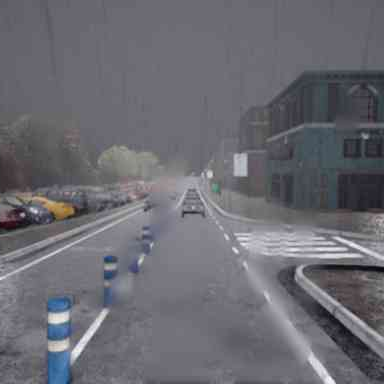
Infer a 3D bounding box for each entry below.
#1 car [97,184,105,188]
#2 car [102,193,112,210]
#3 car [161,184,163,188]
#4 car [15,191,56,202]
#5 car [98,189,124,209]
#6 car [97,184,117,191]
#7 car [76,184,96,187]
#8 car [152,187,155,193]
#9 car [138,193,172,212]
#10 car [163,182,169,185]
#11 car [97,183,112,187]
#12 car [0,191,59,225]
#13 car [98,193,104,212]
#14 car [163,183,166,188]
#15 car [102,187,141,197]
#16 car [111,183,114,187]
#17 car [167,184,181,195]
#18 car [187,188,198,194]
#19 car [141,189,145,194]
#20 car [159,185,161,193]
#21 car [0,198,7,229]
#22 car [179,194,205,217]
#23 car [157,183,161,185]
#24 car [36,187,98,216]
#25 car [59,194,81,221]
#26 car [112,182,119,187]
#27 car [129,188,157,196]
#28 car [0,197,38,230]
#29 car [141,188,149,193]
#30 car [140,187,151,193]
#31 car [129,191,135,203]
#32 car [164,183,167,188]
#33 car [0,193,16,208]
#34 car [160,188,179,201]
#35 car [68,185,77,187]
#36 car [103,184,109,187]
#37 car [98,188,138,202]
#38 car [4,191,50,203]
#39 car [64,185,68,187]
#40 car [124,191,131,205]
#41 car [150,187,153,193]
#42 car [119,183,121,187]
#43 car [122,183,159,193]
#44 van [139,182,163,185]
[{"bbox_3d":[-22.590,-0.367,73.800,4.674,1.452,2.002,0,3,1],"label":"car"},{"bbox_3d":[-9.884,1.089,29.161,4.792,1.488,2.163,0,1,1],"label":"car"},{"bbox_3d":[-9.515,-0.399,73.713,4.892,1.521,2.231,0,3,1],"label":"car"},{"bbox_3d":[-22.823,0.637,48.617,5.008,1.535,2.097,0,2,1],"label":"car"},{"bbox_3d":[-9.831,0.857,34.740,4.553,1.767,2.185,0,1,1],"label":"car"},{"bbox_3d":[-22.430,-1.154,87.703,4.553,1.767,2.185,0,3,1],"label":"car"},{"bbox_3d":[-22.635,-0.289,65.441,5.566,2.045,2.435,0,3,1],"label":"car"},{"bbox_3d":[-9.632,0.254,59.813,4.674,1.452,2.002,0,3,1],"label":"car"},{"bbox_3d":[-3.355,1.074,31.140,2.033,1.411,5.357,0,1,0],"label":"car"},{"bbox_3d":[-9.325,-1.273,90.390,4.553,1.767,2.185,0,3,1],"label":"car"},{"bbox_3d":[-22.544,-0.653,79.363,4.892,1.521,2.231,0,3,1],"label":"car"},{"bbox_3d":[-10.046,0.960,18.021,4.553,1.767,2.185,0,0,1],"label":"car"},{"bbox_3d":[-9.932,1.082,26.382,4.892,1.521,2.231,0,0,1],"label":"car"},{"bbox_3d":[-9.463,-0.648,79.274,5.008,1.535,2.097,0,3,1],"label":"car"},{"bbox_3d":[-9.793,0.600,45.879,4.553,1.767,2.185,0,2,1],"label":"car"},{"bbox_3d":[-22.540,-0.749,82.145,4.792,1.488,2.163,0,3,1],"label":"car"},{"bbox_3d":[-3.246,-0.192,65.003,2.097,1.767,4.553,0,3,0],"label":"car"},{"bbox_3d":[0.094,0.674,45.643,2.128,1.511,4.902,0,2,0],"label":"car"},{"bbox_3d":[-9.739,0.679,48.670,4.674,1.452,2.002,0,2,1],"label":"car"},{"bbox_3d":[-9.744,-0.158,68.154,5.366,1.575,1.946,0,3,1],"label":"car"},{"bbox_3d":[-10.036,1.084,12.450,4.792,1.488,2.163,0,0,1],"label":"car"},{"bbox_3d":[0.094,1.164,26.626,2.033,1.411,5.357,0,1,0],"label":"car"},{"bbox_3d":[-9.503,-0.397,70.802,4.553,1.767,2.185,0,3,1],"label":"car"},{"bbox_3d":[-9.992,0.840,23.592,5.566,2.045,2.435,0,0,1],"label":"car"},{"bbox_3d":[-9.984,1.093,20.799,5.008,1.535,2.097,0,0,1],"label":"car"},{"bbox_3d":[-22.458,-1.154,84.917,5.566,2.045,2.435,0,3,1],"label":"car"},{"bbox_3d":[-9.579,-0.032,65.372,5.008,1.535,2.097,0,3,1],"label":"car"},{"bbox_3d":[-10.069,1.100,15.234,4.792,1.488,2.163,0,0,1],"label":"car"},{"bbox_3d":[-9.705,0.545,51.456,5.008,1.535,2.097,0,2,0],"label":"car"},{"bbox_3d":[-9.680,0.442,54.243,5.008,1.535,2.097,0,2,1],"label":"car"},{"bbox_3d":[-9.841,0.900,40.317,4.792,1.488,2.163,0,1,1],"label":"car"},{"bbox_3d":[-9.427,-0.772,82.054,5.008,1.535,2.097,0,3,1],"label":"car"},{"bbox_3d":[-22.911,0.925,37.597,4.892,1.521,2.231,0,1,1],"label":"car"},{"bbox_3d":[-3.324,0.565,49.669,1.837,1.490,4.892,0,1,0],"label":"car"},{"bbox_3d":[-22.772,0.206,56.977,4.553,1.767,2.185,0,2,1],"label":"car"},{"bbox_3d":[-22.568,-0.530,76.581,5.008,1.535,2.097,0,3,1],"label":"car"},{"bbox_3d":[-9.818,0.677,43.100,4.553,1.767,2.185,0,2,1],"label":"car"},{"bbox_3d":[-22.657,0.719,45.827,5.366,1.575,1.946,0,2,1],"label":"car"},{"bbox_3d":[-22.820,0.292,51.396,5.566,2.045,2.435,0,2,1],"label":"car"},{"bbox_3d":[-9.808,0.960,37.530,4.792,1.488,2.163,0,1,1],"label":"car"},{"bbox_3d":[-9.631,0.362,57.029,4.792,1.488,2.163,0,2,1],"label":"car"},{"bbox_3d":[-22.439,-1.114,90.493,4.674,1.452,2.002,0,3,1],"label":"car"},{"bbox_3d":[-9.638,-0.160,62.581,5.566,2.045,2.435,0,3,1],"label":"car"},{"bbox_3d":[-9.600,-0.749,76.485,4.442,1.987,1.878,0,3,1],"label":"van"}]
